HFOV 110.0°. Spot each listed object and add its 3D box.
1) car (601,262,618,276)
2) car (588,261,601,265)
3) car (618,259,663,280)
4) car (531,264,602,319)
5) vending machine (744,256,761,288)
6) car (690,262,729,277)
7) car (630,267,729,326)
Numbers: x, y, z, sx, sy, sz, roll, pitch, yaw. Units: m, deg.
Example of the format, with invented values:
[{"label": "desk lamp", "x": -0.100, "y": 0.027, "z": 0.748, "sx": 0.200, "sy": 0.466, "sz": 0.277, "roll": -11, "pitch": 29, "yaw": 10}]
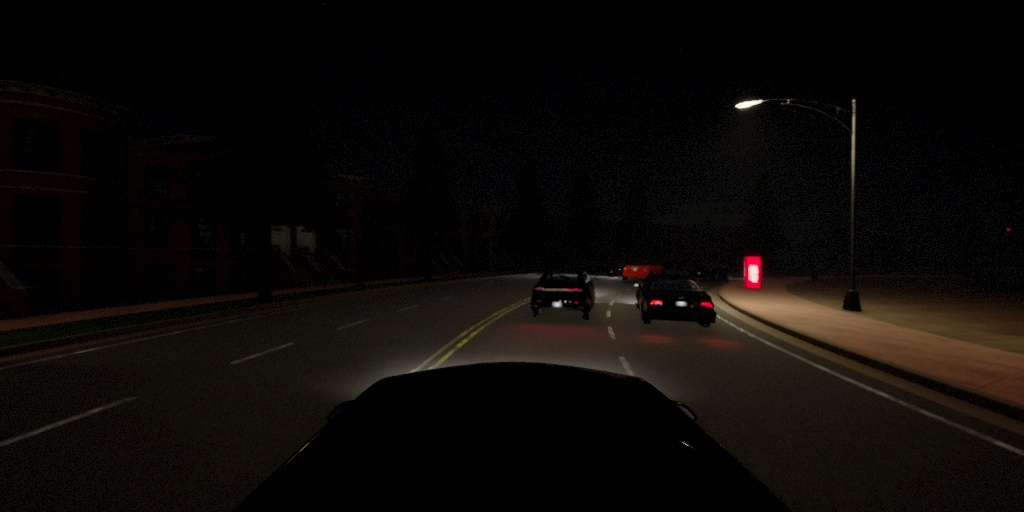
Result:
[{"label": "car", "x": 10.846, "y": 1.192, "z": 34.498, "sx": 4.674, "sy": 1.442, "sz": 1.812, "roll": 0, "pitch": 0, "yaw": -44}, {"label": "car", "x": 8.529, "y": 1.228, "z": 37.183, "sx": 4.718, "sy": 1.301, "sz": 1.895, "roll": 0, "pitch": 0, "yaw": -43}, {"label": "car", "x": 10.684, "y": 1.050, "z": 28.898, "sx": 2.097, "sy": 1.767, "sz": 4.553, "roll": 1, "pitch": 1, "yaw": 39}, {"label": "car", "x": 1.953, "y": 1.196, "z": 12.796, "sx": 2.128, "sy": 1.511, "sz": 4.902, "roll": 1, "pitch": 0, "yaw": 15}, {"label": "vending machine", "x": 14.449, "y": 0.975, "z": 21.498, "sx": 1.100, "sy": 2.100, "sz": 0.880, "roll": 0, "pitch": 0, "yaw": 35}, {"label": "car", "x": 16.656, "y": 1.228, "z": 30.182, "sx": 5.008, "sy": 1.535, "sz": 1.882, "roll": 0, "pitch": 0, "yaw": -44}, {"label": "car", "x": 5.131, "y": 1.290, "z": 11.771, "sx": 2.033, "sy": 1.411, "sz": 5.357, "roll": 1, "pitch": 0, "yaw": 17}]
